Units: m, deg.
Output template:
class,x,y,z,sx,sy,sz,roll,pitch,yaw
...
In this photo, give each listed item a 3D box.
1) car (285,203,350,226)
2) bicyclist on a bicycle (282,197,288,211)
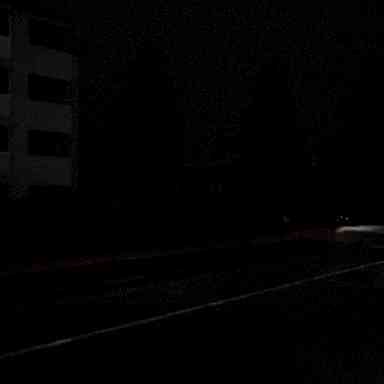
class,x,y,z,sx,sy,sz,roll,pitch,yaw
car,9.239,1.597,24.818,1.837,1.490,4.892,0,0,-36
bicyclist on a bicycle,10.542,1.442,38.320,1.656,1.620,0.582,0,0,-36
